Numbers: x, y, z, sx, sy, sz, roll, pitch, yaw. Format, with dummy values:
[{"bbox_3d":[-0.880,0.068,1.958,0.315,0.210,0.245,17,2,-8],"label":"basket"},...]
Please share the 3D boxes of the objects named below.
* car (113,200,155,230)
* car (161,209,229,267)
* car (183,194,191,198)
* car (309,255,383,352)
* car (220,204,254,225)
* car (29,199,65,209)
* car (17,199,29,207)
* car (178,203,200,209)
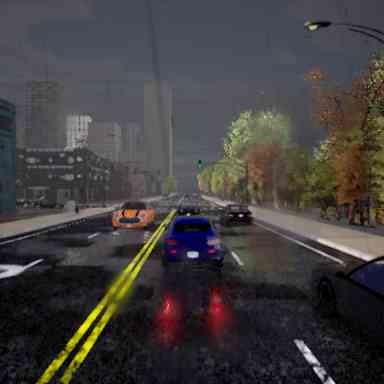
[{"bbox_3d":[-3.600,1.343,21.164,2.097,1.767,4.553,0,0,-1],"label":"car"},{"bbox_3d":[-0.004,1.520,11.284,1.812,1.442,4.674,0,0,-1],"label":"car"},{"bbox_3d":[-1.326,1.264,93.787,1.837,1.490,4.892,0,0,-1],"label":"car"},{"bbox_3d":[3.318,1.544,4.346,2.033,1.411,5.357,0,0,0],"label":"car"},{"bbox_3d":[3.062,1.535,23.573,2.033,1.411,5.357,0,0,-1],"label":"car"},{"bbox_3d":[-20.608,1.805,48.061,4.313,1.339,1.947,-1,1,-1],"label":"car"},{"bbox_3d":[-29.065,1.802,56.449,4.403,1.369,2.008,-1,1,-1],"label":"car"},{"bbox_3d":[-0.279,1.588,29.667,1.895,1.301,4.718,0,0,-1],"label":"car"}]
